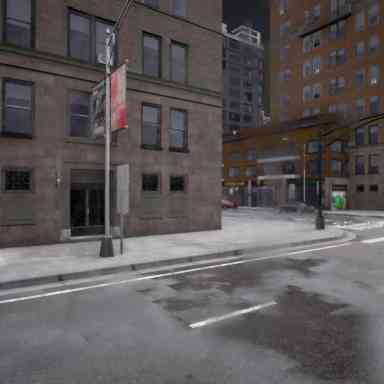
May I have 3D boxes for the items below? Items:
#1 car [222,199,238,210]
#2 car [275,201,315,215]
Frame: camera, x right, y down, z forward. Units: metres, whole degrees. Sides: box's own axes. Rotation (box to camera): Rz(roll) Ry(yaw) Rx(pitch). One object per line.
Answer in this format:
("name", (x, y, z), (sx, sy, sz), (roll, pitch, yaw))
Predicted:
("car", (4.190, 1.594, 43.285), (1.802, 1.307, 4.206), (0, 0, -35))
("car", (10.548, 1.580, 34.281), (1.947, 1.339, 4.313), (0, 0, -35))
